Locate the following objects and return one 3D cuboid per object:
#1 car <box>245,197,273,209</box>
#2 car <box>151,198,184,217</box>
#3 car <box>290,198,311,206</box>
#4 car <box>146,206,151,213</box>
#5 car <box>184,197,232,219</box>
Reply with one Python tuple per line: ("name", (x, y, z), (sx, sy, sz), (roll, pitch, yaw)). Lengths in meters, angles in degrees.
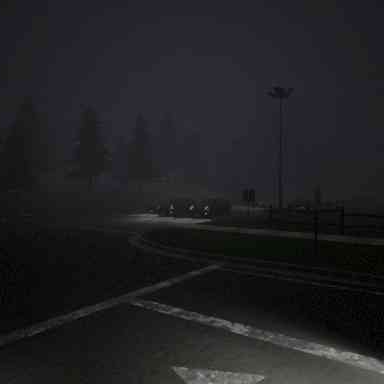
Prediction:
("car", (9.849, 1.478, 46.953), (1.882, 1.535, 5.008), (0, 0, 35))
("car", (-1.287, 1.353, 31.122), (2.097, 1.767, 4.553), (0, 0, 35))
("car", (16.497, 1.548, 50.285), (2.033, 1.411, 5.357), (0, 0, 35))
("car", (-2.499, 1.547, 35.485), (2.033, 1.411, 5.357), (0, 0, 35))
("car", (1.692, 1.352, 29.272), (2.097, 1.767, 4.553), (0, 0, 35))
